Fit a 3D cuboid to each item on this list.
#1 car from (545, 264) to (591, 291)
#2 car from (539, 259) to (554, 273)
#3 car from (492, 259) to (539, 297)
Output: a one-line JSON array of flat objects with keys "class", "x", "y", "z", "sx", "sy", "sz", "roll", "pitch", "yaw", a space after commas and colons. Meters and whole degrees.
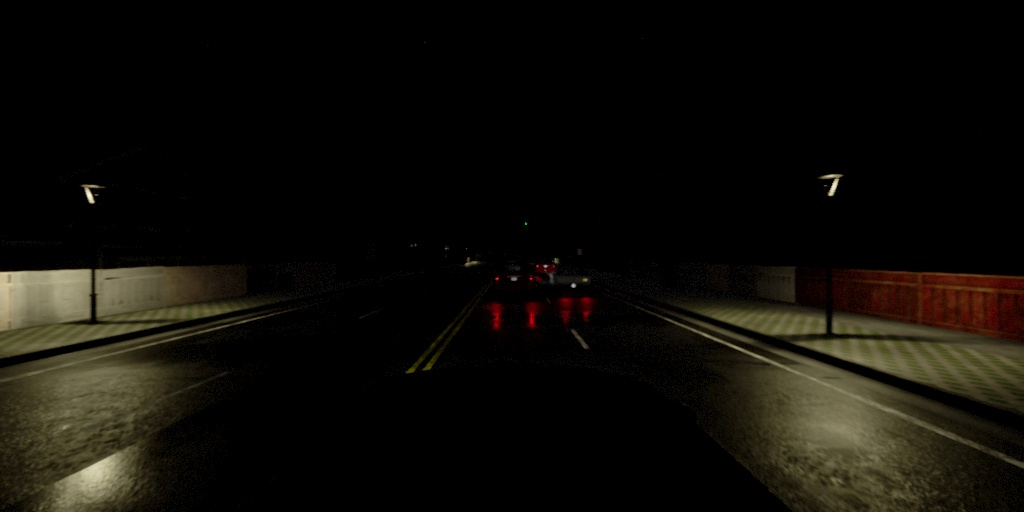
[{"class": "car", "x": 3.348, "y": 1.337, "z": 21.671, "sx": 1.895, "sy": 1.301, "sz": 4.718, "roll": 0, "pitch": 0, "yaw": 0}, {"class": "car", "x": 3.340, "y": 1.075, "z": 37.518, "sx": 2.097, "sy": 1.767, "sz": 4.553, "roll": 0, "pitch": 0, "yaw": 0}, {"class": "car", "x": 0.098, "y": 1.090, "z": 18.809, "sx": 2.097, "sy": 1.767, "sz": 4.553, "roll": 0, "pitch": 0, "yaw": 0}]
